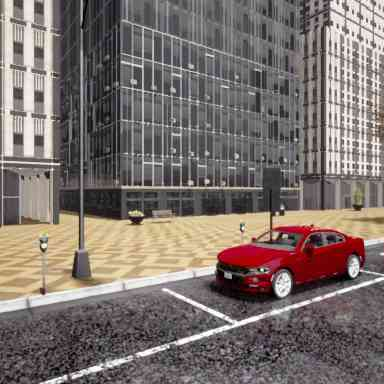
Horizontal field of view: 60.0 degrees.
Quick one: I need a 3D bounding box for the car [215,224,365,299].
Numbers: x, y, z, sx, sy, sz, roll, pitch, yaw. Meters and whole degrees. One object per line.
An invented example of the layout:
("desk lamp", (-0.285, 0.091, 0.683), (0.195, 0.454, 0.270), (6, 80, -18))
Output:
("car", (2.596, 1.545, 8.414), (4.507, 1.381, 1.887), (0, 0, -36))
